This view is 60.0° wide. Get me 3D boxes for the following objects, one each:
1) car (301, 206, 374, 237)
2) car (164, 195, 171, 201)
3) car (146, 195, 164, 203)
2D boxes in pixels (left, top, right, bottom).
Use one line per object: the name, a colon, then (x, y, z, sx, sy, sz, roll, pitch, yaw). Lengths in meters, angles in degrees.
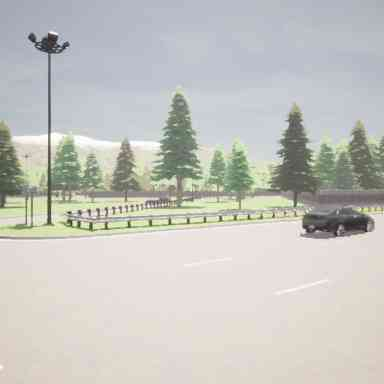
car: (7.935, 1.503, 17.979, 4.892, 1.490, 1.837, 0, 0, -35)
car: (-5.645, 1.351, 69.772, 2.097, 1.767, 4.553, 0, 0, 5)
car: (-6.715, 1.601, 58.607, 1.895, 1.301, 4.718, 0, 0, 5)
